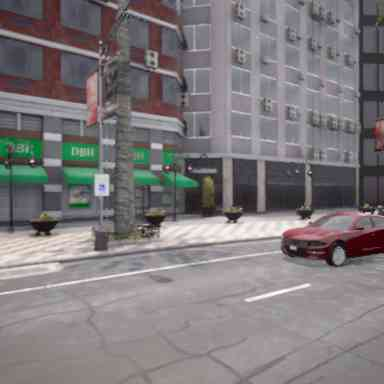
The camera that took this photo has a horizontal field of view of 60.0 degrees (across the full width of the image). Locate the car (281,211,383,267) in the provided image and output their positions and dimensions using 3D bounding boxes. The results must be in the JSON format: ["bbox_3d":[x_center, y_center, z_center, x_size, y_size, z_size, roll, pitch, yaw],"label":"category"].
[{"bbox_3d":[5.285,1.440,11.372,5.008,1.535,1.882,0,0,-29],"label":"car"}]
